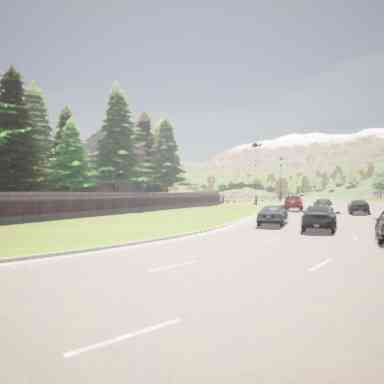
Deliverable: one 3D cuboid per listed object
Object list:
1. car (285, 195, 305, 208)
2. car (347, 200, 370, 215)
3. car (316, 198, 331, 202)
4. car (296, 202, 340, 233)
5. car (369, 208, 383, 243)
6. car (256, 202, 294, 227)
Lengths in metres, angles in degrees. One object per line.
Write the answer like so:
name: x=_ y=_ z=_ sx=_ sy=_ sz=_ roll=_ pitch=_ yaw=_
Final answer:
car: x=13.206 y=1.414 z=42.913 sx=2.150 sy=2.045 sz=5.566 roll=-1 pitch=-1 yaw=21
car: x=17.948 y=1.593 z=35.820 sx=1.837 sy=1.490 sz=4.892 roll=-1 pitch=-1 yaw=21
car: x=14.930 y=1.487 z=37.724 sx=2.097 sy=1.767 sz=4.553 roll=-1 pitch=-1 yaw=21
car: x=7.781 y=1.581 z=20.203 sx=1.837 sy=1.490 sz=4.892 roll=0 pitch=0 yaw=25
car: x=9.695 y=1.569 z=15.639 sx=2.033 sy=1.411 sz=5.357 roll=-1 pitch=0 yaw=27
car: x=5.882 y=1.673 z=24.002 sx=2.033 sy=1.411 sz=5.357 roll=-1 pitch=0 yaw=21
